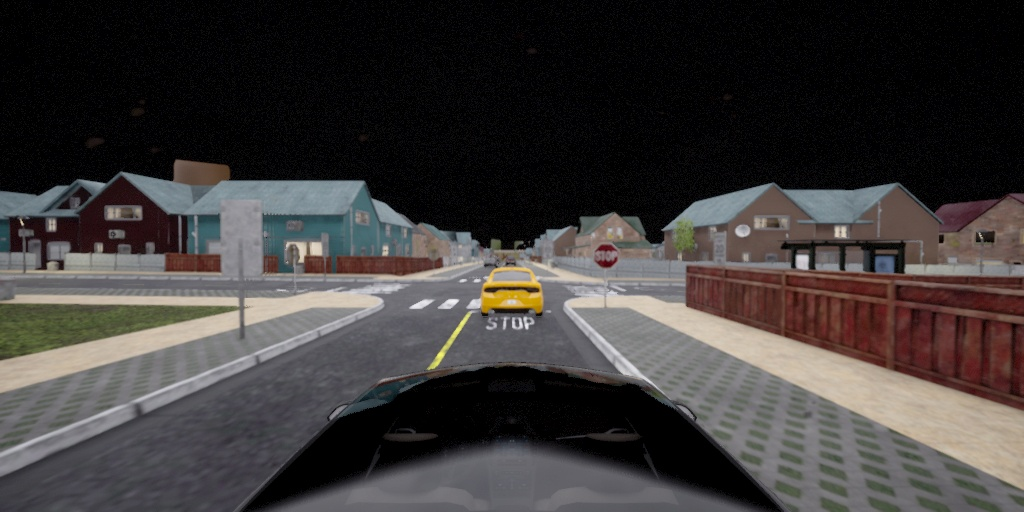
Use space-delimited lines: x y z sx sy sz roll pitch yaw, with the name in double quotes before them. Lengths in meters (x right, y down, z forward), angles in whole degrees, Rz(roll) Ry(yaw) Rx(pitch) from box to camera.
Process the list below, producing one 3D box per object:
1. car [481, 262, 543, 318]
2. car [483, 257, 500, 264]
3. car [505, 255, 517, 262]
"car" 0.009 1.130 12.605 1.882 1.535 5.008 0 0 0
"car" -3.013 0.943 51.126 1.837 1.490 4.892 0 0 0
"car" -0.183 0.929 62.689 1.837 1.490 4.892 0 0 0
